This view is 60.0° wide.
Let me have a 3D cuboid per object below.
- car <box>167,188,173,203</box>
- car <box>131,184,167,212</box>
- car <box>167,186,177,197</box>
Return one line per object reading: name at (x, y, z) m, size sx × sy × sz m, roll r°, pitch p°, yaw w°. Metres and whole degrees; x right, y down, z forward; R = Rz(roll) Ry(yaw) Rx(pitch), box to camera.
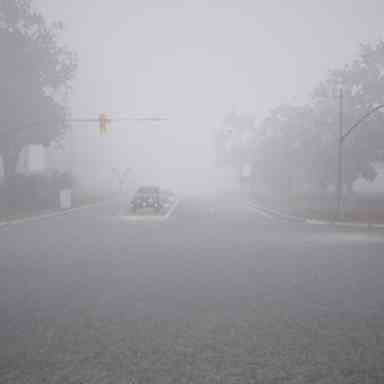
car at (-3.617, 0.544, 38.420) m, size 2.033 × 1.411 × 5.357 m, roll 0°, pitch 2°, yaw 0°
car at (-3.613, 0.502, 27.855) m, size 2.150 × 2.045 × 5.566 m, roll 0°, pitch 1°, yaw 0°
car at (-3.826, 0.116, 53.315) m, size 1.994 × 1.385 × 4.181 m, roll 0°, pitch 2°, yaw -2°
